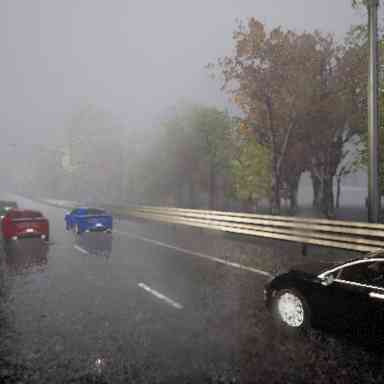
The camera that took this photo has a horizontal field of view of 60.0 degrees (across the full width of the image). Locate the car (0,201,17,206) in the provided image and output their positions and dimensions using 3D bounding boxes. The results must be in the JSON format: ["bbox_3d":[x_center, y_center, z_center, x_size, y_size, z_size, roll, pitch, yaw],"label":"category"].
[{"bbox_3d":[-17.429,1.596,31.345,2.097,1.767,4.553,0,-1,-32],"label":"car"}]

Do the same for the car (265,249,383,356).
[{"bbox_3d":[3.159,1.545,4.672,1.837,1.490,4.892,0,-1,-32],"label":"car"}]

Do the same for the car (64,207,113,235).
[{"bbox_3d":[-6.325,1.637,20.027,1.882,1.535,5.008,0,0,-32],"label":"car"}]

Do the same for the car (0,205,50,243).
[{"bbox_3d":[-8.579,1.611,17.016,1.882,1.535,5.008,0,-1,-32],"label":"car"}]
